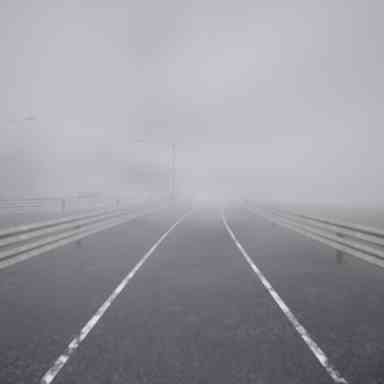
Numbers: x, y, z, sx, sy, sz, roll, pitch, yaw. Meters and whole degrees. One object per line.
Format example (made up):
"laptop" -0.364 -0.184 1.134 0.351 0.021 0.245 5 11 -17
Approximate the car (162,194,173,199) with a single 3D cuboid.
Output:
"car" -5.414 1.428 80.096 1.895 1.301 4.718 0 0 18

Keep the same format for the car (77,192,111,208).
"car" -12.509 0.960 42.795 2.150 2.045 5.566 0 0 15

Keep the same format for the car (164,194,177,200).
"car" -5.855 1.357 90.163 1.837 1.490 4.892 0 0 18

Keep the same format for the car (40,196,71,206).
"car" -18.860 1.232 46.131 1.882 1.535 5.008 0 0 15

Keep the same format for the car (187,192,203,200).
"car" 0.299 1.070 86.469 2.150 2.045 5.566 0 0 18
